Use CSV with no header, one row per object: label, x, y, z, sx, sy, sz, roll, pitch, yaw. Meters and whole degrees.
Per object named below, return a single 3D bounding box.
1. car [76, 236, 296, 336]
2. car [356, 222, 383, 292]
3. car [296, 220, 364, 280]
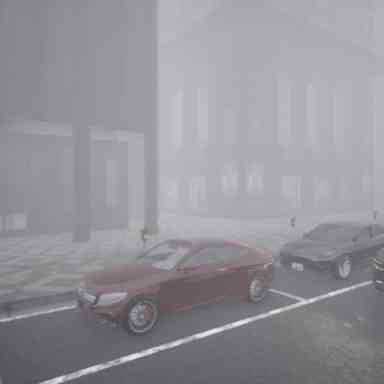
car,-0.087,1.576,6.588,4.206,1.307,1.802,0,0,-35
car,6.125,1.462,7.747,5.008,1.535,1.882,0,0,-35
car,4.501,1.550,9.861,4.313,1.339,1.947,0,0,-35
